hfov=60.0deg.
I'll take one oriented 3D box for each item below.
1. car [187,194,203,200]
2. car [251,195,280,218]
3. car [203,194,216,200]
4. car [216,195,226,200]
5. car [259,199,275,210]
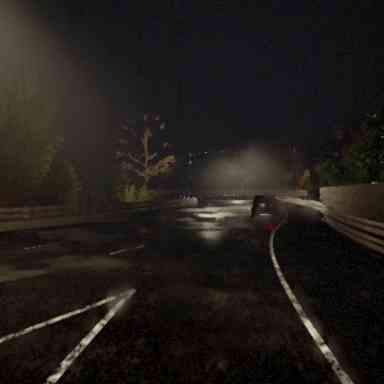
[{"bbox_3d":[0.848,1.541,94.533,1.994,1.385,4.181,1,0,-18],"label":"car"},{"bbox_3d":[6.826,1.292,30.863,2.150,2.045,5.566,1,0,17],"label":"car"},{"bbox_3d":[4.392,1.626,94.895,1.895,1.301,4.718,1,0,-18],"label":"car"},{"bbox_3d":[8.090,1.597,94.696,2.128,1.511,4.902,1,0,-18],"label":"car"},{"bbox_3d":[10.605,1.670,47.248,1.994,1.385,4.181,1,0,9],"label":"car"}]
